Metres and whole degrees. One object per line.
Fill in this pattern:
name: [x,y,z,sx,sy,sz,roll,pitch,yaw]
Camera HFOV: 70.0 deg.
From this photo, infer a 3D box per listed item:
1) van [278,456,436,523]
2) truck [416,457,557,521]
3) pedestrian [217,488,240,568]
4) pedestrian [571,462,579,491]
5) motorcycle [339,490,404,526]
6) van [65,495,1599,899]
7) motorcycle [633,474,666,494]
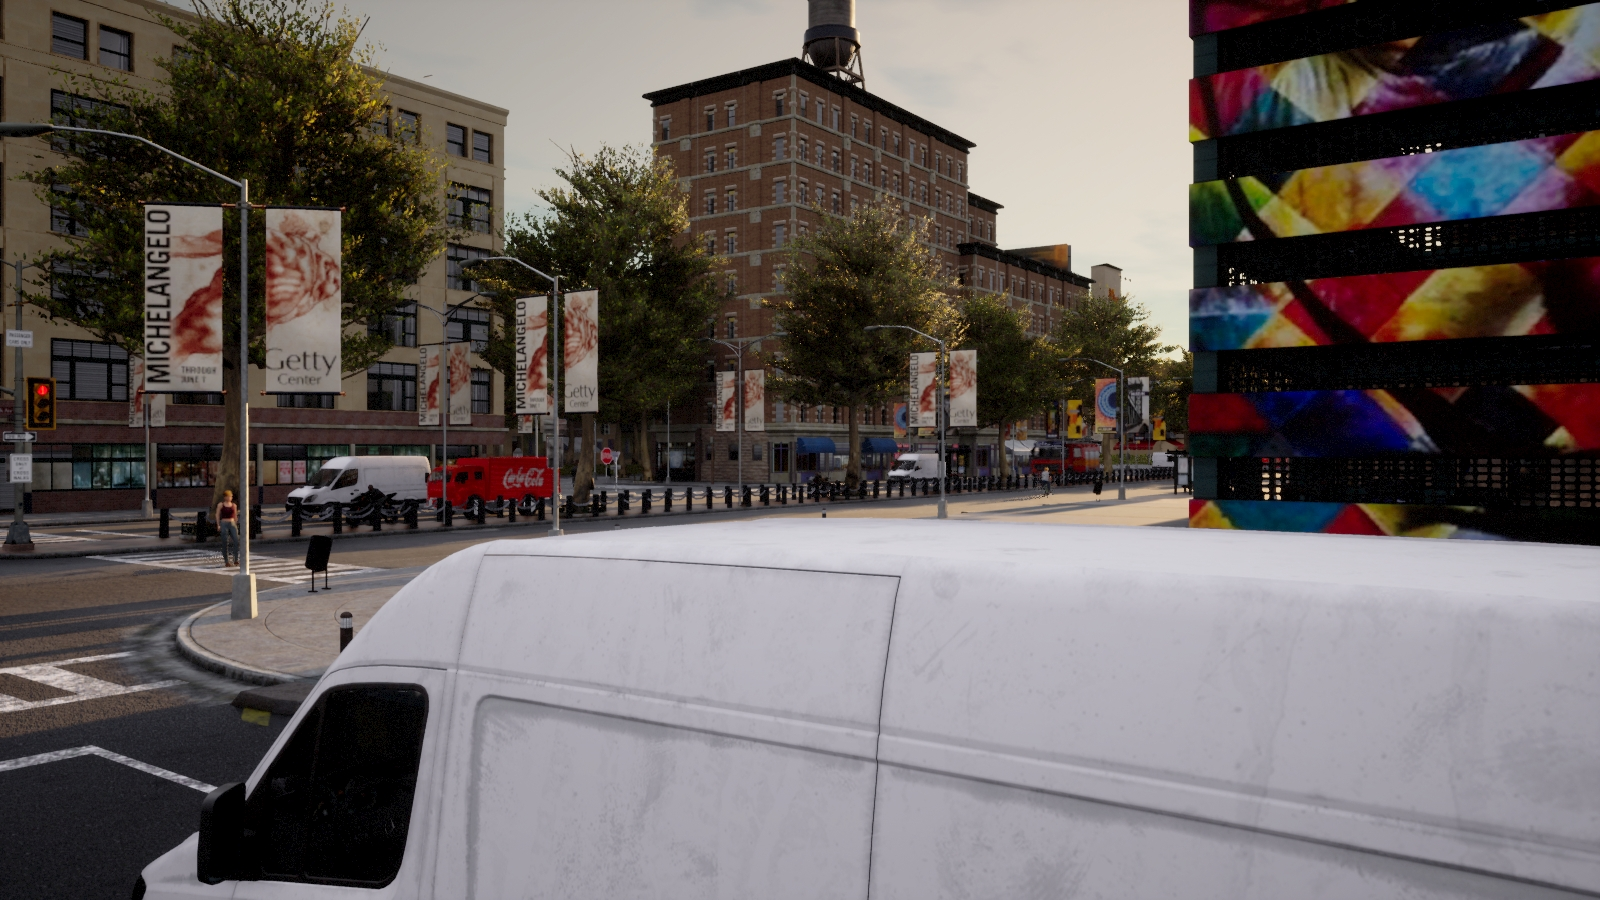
van: [-18.065,1.534,46.934,1.988,2.561,5.915,0,0,36]
truck: [-13.076,1.565,47.908,2.627,2.467,5.204,0,0,36]
pedestrian: [-13.604,1.848,27.209,0.375,1.860,0.375,0,0,41]
pedestrian: [-14.334,1.696,72.803,0.375,1.860,0.375,0,0,24]
motorcycle: [-16.269,2.205,43.436,0.867,1.251,2.209,0,0,36]
van: [-0.118,1.534,3.913,5.915,2.561,1.988,0,0,36]
motorcycle: [-9.928,2.205,75.480,0.867,1.251,2.209,0,0,36]
